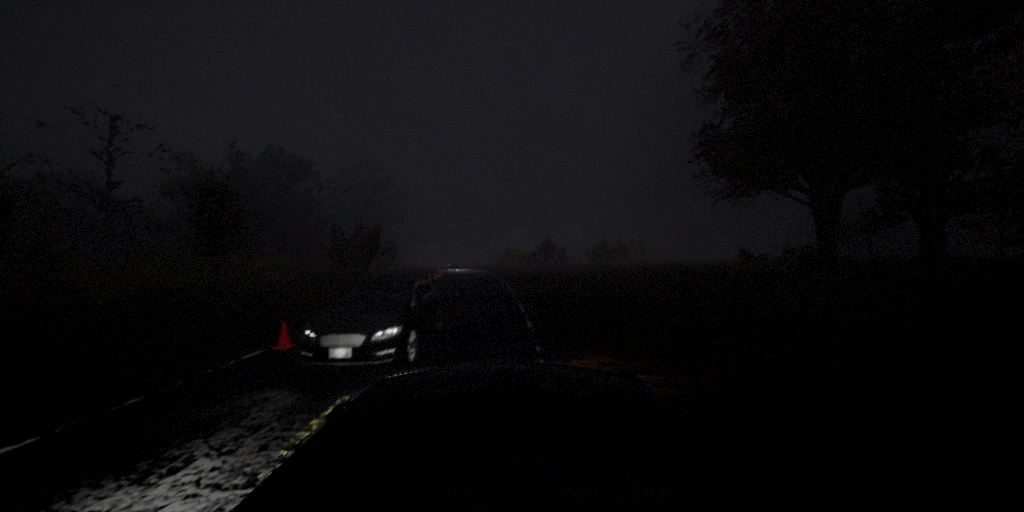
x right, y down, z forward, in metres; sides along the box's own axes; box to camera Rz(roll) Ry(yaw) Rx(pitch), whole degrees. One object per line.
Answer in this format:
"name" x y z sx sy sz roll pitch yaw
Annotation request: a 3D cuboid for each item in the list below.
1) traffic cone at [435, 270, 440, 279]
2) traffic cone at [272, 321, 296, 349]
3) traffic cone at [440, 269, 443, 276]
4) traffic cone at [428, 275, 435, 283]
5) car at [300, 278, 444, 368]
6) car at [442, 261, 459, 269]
"traffic cone" -6.942 1.790 32.722 0.340 0.580 0.340 0 0 -7
"traffic cone" -5.123 1.763 8.078 0.340 0.580 0.340 0 0 -1
"traffic cone" -7.610 1.799 37.621 0.340 0.580 0.340 0 0 -8
"traffic cone" -6.375 1.782 27.810 0.340 0.580 0.340 0 0 -6
"car" -2.777 1.274 8.115 2.128 1.511 4.902 -1 0 -1
"car" -10.283 1.489 60.058 1.895 1.301 4.718 0 0 -23
